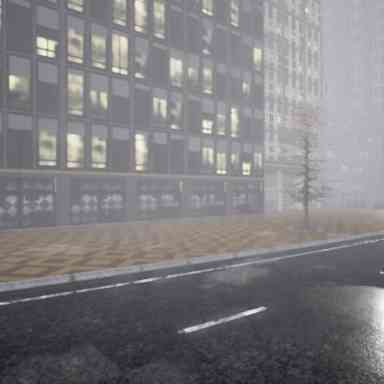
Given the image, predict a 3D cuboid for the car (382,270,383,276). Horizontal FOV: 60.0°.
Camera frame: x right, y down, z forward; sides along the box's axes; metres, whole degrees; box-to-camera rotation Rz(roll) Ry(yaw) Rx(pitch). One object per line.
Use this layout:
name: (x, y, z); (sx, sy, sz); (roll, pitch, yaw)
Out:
car: (6.965, 1.722, 9.063); (4.181, 1.385, 1.994); (1, -1, -38)

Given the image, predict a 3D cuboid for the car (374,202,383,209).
car: (32.782, 2.296, 55.387); (1.947, 1.339, 4.313); (0, 0, -38)

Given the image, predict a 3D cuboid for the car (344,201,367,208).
car: (29.265, 2.277, 59.854); (1.802, 1.307, 4.206); (0, 0, -38)

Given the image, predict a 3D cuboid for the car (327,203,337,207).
car: (25.782, 2.225, 64.345); (1.947, 1.339, 4.313); (0, 0, -38)
